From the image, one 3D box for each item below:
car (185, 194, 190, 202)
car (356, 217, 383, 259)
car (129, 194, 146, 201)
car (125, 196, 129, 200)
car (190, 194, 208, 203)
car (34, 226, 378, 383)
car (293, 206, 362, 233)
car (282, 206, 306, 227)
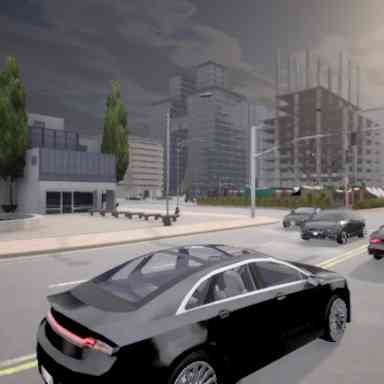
[{"bbox_3d":[0.016,1.417,76.362,1.905,1.878,3.866,0,0,44],"label":"car"},{"bbox_3d":[7.930,1.618,11.941,2.033,1.411,5.357,0,0,43],"label":"car"},{"bbox_3d":[-14.162,1.409,89.928,1.905,1.878,3.866,0,0,44],"label":"car"},{"bbox_3d":[-16.212,1.405,91.973,1.932,1.855,4.605,0,0,44],"label":"car"},{"bbox_3d":[2.096,1.657,74.347,1.970,1.475,3.806,0,0,44],"label":"car"},{"bbox_3d":[0.479,1.510,4.694,4.902,1.511,2.128,0,0,-41],"label":"car"},{"bbox_3d":[7.017,1.588,16.256,1.837,1.490,4.892,0,-1,43],"label":"car"},{"bbox_3d":[7.787,1.659,22.231,1.812,1.442,4.674,0,0,42],"label":"car"}]
